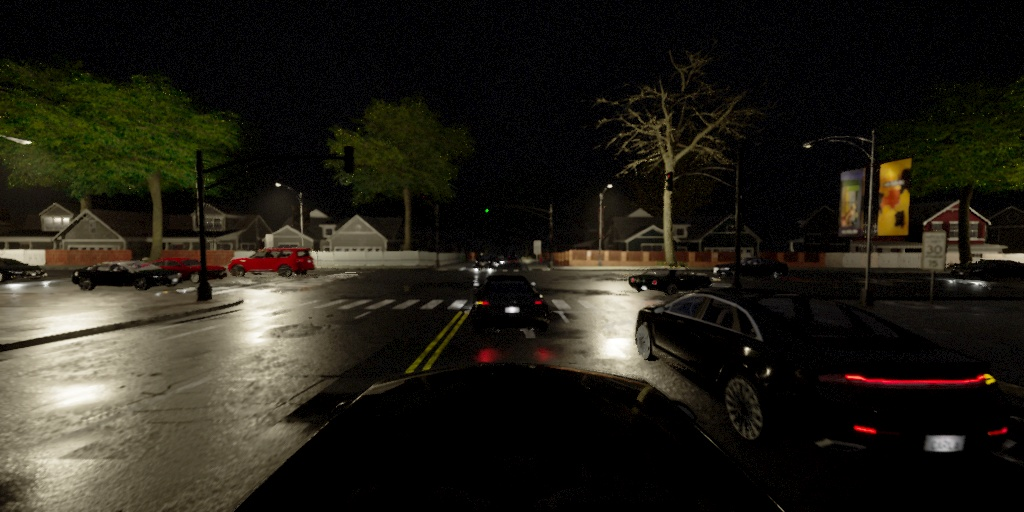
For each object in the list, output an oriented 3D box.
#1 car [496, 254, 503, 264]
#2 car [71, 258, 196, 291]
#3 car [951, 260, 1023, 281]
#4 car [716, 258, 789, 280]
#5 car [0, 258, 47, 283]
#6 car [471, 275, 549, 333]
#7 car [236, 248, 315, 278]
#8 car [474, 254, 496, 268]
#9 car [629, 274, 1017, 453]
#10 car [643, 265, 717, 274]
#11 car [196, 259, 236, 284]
[{"bbox_3d":[-2.899,0.436,55.759,2.033,1.411,5.357,0,1,1],"label":"car"},{"bbox_3d":[-20.632,1.034,19.367,4.902,1.511,2.128,0,3,0],"label":"car"},{"bbox_3d":[34.815,0.990,25.900,4.674,1.442,1.812,0,3,0],"label":"car"},{"bbox_3d":[17.185,0.864,25.935,4.902,1.511,2.128,0,3,2],"label":"car"},{"bbox_3d":[-32.647,0.864,22.655,4.892,1.490,1.837,1,3,0],"label":"car"},{"bbox_3d":[-0.190,1.248,10.608,1.994,1.385,4.181,0,0,-6],"label":"car"},{"bbox_3d":[-17.391,0.466,26.056,5.566,2.045,2.150,0,3,0],"label":"car"},{"bbox_3d":[-3.110,0.585,40.935,1.812,1.442,4.674,0,1,1],"label":"car"},{"bbox_3d":[3.351,1.216,5.202,2.128,1.511,4.902,0,0,0],"label":"car"},{"bbox_3d":[8.331,1.256,18.674,4.718,1.301,1.895,0,2,-33],"label":"car"},{"bbox_3d":[-20.799,0.872,22.615,5.008,1.535,1.882,0,3,0],"label":"car"}]
